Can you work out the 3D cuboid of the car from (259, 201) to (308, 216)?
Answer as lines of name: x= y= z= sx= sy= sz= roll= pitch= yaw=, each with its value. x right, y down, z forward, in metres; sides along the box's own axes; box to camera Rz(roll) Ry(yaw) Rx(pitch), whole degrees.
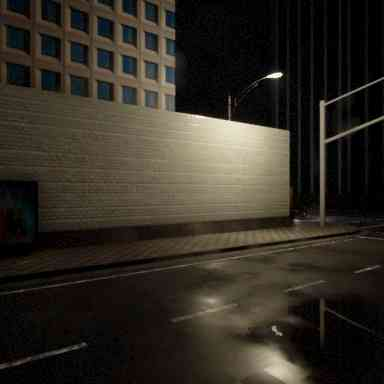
car: x=9.317 y=1.656 z=34.295 sx=1.895 sy=1.301 sz=4.718 roll=0 pitch=0 yaw=-36

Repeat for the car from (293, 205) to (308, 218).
car: x=8.116 y=1.581 z=29.970 sx=1.812 sy=1.442 sz=4.674 roll=0 pitch=0 yaw=-36
